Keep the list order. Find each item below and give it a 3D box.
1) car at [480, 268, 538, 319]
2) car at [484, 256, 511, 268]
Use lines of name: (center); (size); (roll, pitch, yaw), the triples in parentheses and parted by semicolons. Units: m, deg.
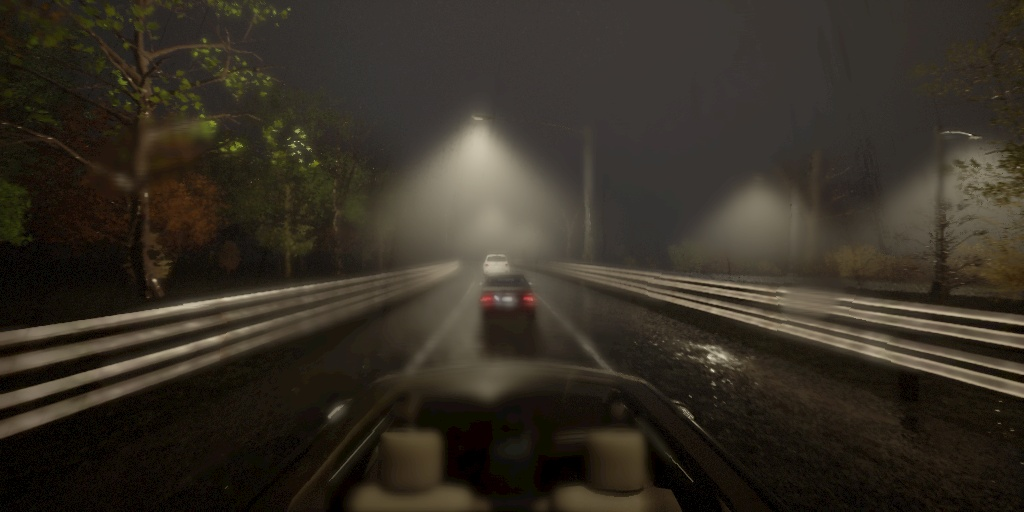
car: (-0.150, 1.313, 12.809); (2.033, 1.411, 5.357); (0, 0, -2)
car: (-1.307, 1.001, 32.151); (2.150, 2.045, 5.566); (0, 0, -5)
